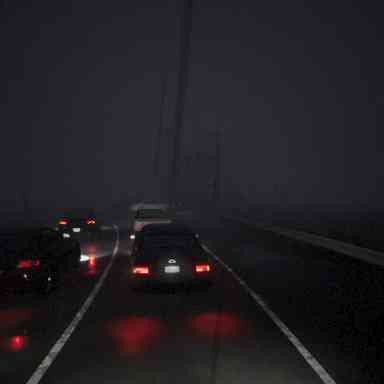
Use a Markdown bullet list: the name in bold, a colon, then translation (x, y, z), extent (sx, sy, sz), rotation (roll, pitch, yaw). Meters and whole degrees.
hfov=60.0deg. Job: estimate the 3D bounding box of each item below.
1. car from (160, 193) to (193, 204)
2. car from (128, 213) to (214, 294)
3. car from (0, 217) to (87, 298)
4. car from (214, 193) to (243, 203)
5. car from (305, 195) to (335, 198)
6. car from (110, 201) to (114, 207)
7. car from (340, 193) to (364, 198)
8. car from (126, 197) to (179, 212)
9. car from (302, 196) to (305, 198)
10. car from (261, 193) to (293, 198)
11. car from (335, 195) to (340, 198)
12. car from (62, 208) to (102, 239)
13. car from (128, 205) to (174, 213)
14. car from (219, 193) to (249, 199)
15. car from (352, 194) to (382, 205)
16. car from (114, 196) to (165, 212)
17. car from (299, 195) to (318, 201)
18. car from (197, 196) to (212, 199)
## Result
- **car**: translation (-2.674, 1.352, 57.525), extent (4.553, 1.767, 2.097), rotation (0, 0, -20)
- **car**: translation (-0.693, 1.547, 8.936), extent (2.033, 1.411, 5.357), rotation (0, 0, -7)
- **car**: translation (-4.208, 1.564, 8.494), extent (1.994, 1.385, 4.181), rotation (0, 0, -6)
- **car**: translation (7.523, 1.221, 68.544), extent (5.566, 2.045, 2.150), rotation (0, 0, -20)
- **car**: translation (26.155, 1.478, 67.913), extent (5.008, 1.535, 1.882), rotation (0, 0, -22)
- **car**: translation (-8.353, 1.480, 44.109), extent (5.008, 1.535, 1.882), rotation (0, 0, -20)
- **car**: translation (35.695, 1.225, 72.841), extent (5.566, 2.045, 2.150), rotation (0, 0, -30)
- **car**: translation (-4.130, 1.528, 34.470), extent (4.674, 1.442, 1.812), rotation (0, 0, -20)
- **car**: translation (26.534, 1.540, 75.770), extent (5.357, 1.411, 2.033), rotation (0, 0, -22)
- **car**: translation (16.849, 1.221, 64.503), extent (5.566, 2.045, 2.150), rotation (0, 0, -19)
- **car**: translation (35.197, 1.525, 80.882), extent (4.902, 1.511, 2.128), rotation (0, 0, -34)
- **car**: translation (-5.685, 1.526, 17.104), extent (1.812, 1.442, 4.674), rotation (0, 0, -13)
- **car**: translation (-2.371, 1.601, 18.437), extent (1.895, 1.301, 4.718), rotation (0, 0, -12)
- **car**: translation (7.087, 1.221, 61.026), extent (5.566, 2.045, 2.150), rotation (0, 0, -19)
- **car**: translation (31.203, 1.504, 58.589), extent (4.892, 1.490, 1.837), rotation (0, 1, -23)
- **car**: translation (-5.896, 1.494, 37.554), extent (4.902, 1.511, 2.128), rotation (0, 0, -20)
- **car**: translation (28.116, 1.552, 80.555), extent (4.181, 1.385, 1.994), rotation (0, 0, -26)
- **car**: translation (2.268, 1.553, 70.362), extent (4.181, 1.385, 1.994), rotation (0, 0, -20)
